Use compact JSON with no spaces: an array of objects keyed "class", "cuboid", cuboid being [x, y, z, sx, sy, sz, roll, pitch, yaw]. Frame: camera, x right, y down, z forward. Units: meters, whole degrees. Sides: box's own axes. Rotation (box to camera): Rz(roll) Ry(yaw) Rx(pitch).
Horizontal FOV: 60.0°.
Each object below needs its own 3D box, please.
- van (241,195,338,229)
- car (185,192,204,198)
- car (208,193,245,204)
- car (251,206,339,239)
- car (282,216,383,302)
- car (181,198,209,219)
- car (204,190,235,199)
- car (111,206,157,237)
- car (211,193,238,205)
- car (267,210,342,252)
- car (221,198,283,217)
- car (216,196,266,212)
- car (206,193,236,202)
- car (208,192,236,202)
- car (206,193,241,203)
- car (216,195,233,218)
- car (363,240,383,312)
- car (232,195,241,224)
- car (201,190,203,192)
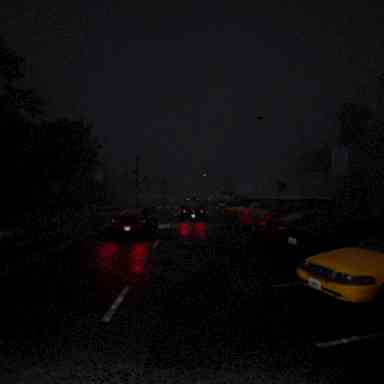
[{"class":"van","cuboid":[4.964,1.170,16.327,4.442,1.987,1.878,1,1,-20]},{"class":"car","cuboid":[0.098,1.077,42.821,2.128,1.511,4.902,0,1,0]},{"class":"car","cuboid":[5.074,1.019,49.185,5.008,1.535,2.097,1,1,-20]},{"class":"car","cuboid":[5.064,1.463,13.397,4.674,1.452,2.002,1,0,-20]},{"class":"car","cuboid":[4.897,1.460,7.355,5.366,1.575,1.946,1,1,-20]},{"class":"car","cuboid":[0.099,1.385,26.156,1.895,1.301,4.718,0,1,0]},{"class":"car","cuboid":[5.098,0.793,46.219,5.566,2.045,2.435,1,0,-20]},{"class":"car","cuboid":[-2.900,1.421,17.222,1.812,1.442,4.674,0,1,0]},{"class":"car","cuboid":[4.896,1.202,31.231,5.366,1.575,1.946,1,1,-20]},{"class":"car","cuboid":[5.096,1.479,10.425,4.792,1.488,2.163,1,0,-20]},{"class":"car","cuboid":[5.095,1.277,28.328,4.792,1.488,2.163,1,1,-20]},{"class":"car","cuboid":[5.065,1.210,34.280,4.674,1.452,2.002,1,0,-20]},{"class":"car","cuboid":[5.094,0.984,58.148,4.792,1.488,2.163,1,0,-20]},{"class":"car","cuboid":[5.078,1.074,43.220,4.892,1.521,2.231,1,1,-20]},{"class":"car","cuboid":[5.242,0.973,55.218,5.366,1.575,1.946,1,0,-20]},{"class":"car","cuboid":[4.895,1.283,25.266,5.366,1.575,1.946,1,1,-20]},{"class":"car","cuboid":[5.042,1.508,4.428,4.792,1.488,2.163,1,1,-20]},{"class":"car","cuboid":[5.042,1.237,19.355,4.553,1.767,2.185,1,0,-20]},{"class":"car","cuboid":[4.896,0.910,64.033,5.366,1.575,1.946,1,1,-20]}]
